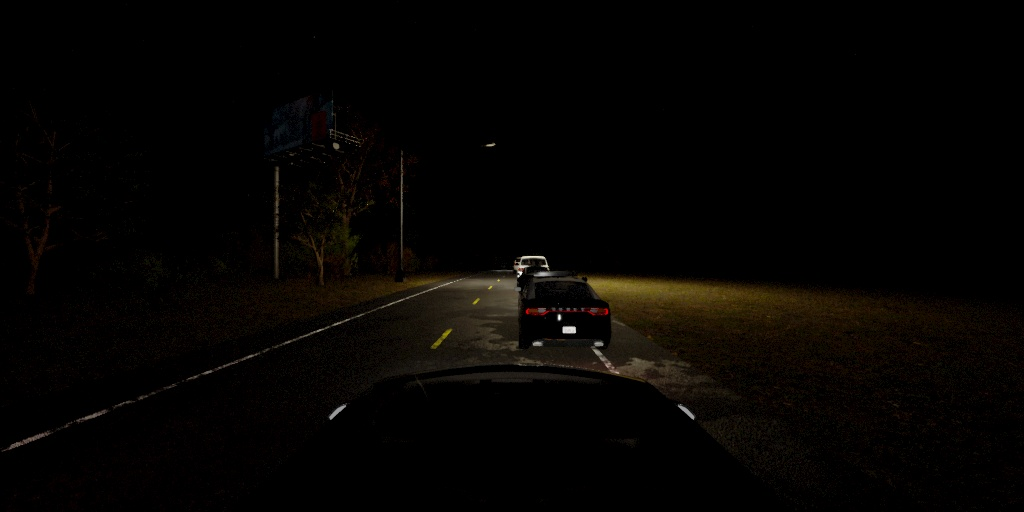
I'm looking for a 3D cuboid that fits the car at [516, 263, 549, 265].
[{"bbox_3d":[1.277,1.296,19.142,1.837,1.490,4.892,0,0,1],"label":"car"}]

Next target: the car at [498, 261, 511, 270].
[{"bbox_3d":[-1.171,1.632,60.530,1.812,1.442,4.674,0,-1,4],"label":"car"}]

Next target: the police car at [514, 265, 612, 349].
[{"bbox_3d":[1.100,1.184,9.286,1.930,1.638,5.238,0,0,1],"label":"police car"}]

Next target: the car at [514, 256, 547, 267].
[{"bbox_3d":[1.446,1.044,25.151,2.150,2.045,5.566,0,0,2],"label":"car"}]
